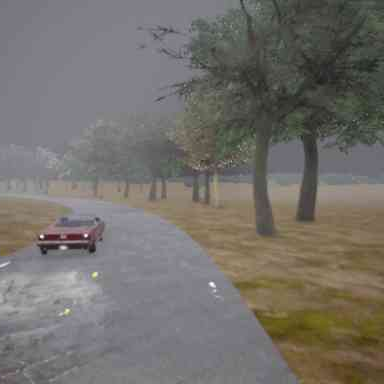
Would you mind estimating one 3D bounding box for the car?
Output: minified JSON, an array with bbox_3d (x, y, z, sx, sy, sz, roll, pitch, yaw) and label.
[{"bbox_3d":[-4.672,1.572,13.464,1.895,1.301,4.718,0,0,-8],"label":"car"}]
